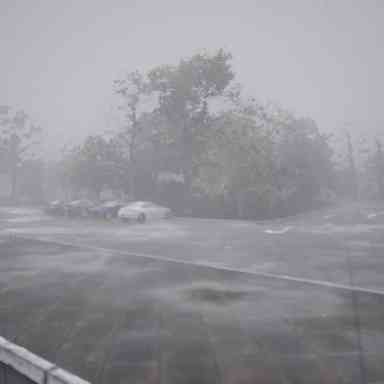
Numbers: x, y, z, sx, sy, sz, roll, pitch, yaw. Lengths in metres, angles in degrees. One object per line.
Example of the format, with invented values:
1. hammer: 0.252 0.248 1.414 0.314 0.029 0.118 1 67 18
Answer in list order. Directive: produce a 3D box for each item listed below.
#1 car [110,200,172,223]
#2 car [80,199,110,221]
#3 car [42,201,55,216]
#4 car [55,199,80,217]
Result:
1. car: -3.499 1.444 25.038 2.002 1.452 4.674 0 0 36
2. car: -6.056 1.393 26.875 2.097 1.535 5.008 0 0 36
3. car: -11.390 1.412 30.676 2.002 1.452 4.674 0 0 36
4. car: -8.726 1.384 28.769 2.231 1.521 4.892 0 0 36
